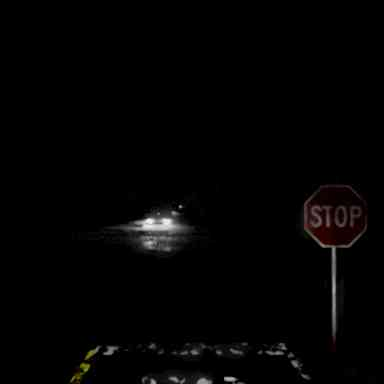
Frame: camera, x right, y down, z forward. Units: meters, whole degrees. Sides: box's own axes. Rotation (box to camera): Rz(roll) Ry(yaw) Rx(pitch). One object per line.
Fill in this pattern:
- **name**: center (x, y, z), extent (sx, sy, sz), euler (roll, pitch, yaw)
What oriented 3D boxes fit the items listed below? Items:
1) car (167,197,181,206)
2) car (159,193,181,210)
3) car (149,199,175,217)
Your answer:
- **car**: center (-2.866, 1.528, 53.948), extent (1.994, 1.385, 4.181), euler (0, 0, 1)
- **car**: center (-2.868, 1.197, 41.661), extent (2.150, 2.045, 5.566), euler (0, 0, 3)
- **car**: center (-2.881, 1.585, 30.902), extent (1.895, 1.301, 4.718), euler (0, 0, 0)
